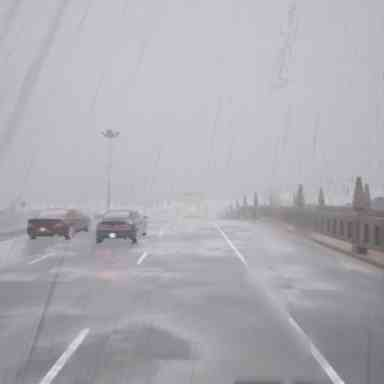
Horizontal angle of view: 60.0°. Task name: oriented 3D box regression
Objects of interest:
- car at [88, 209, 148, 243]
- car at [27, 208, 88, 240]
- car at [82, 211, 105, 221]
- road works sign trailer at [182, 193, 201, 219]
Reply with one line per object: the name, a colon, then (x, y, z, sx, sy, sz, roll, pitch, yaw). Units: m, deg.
car: (-3.399, 1.611, 16.628, 1.837, 1.490, 4.892, 0, 0, 0)
car: (-6.899, 1.591, 17.835, 1.882, 1.535, 5.008, 0, 0, 0)
car: (-14.072, 3.478, 47.741, 1.895, 1.301, 4.718, 0, -7, 0)
road works sign trailer: (0.001, 1.951, 44.407, 2.380, 3.560, 2.880, 0, -6, 0)
